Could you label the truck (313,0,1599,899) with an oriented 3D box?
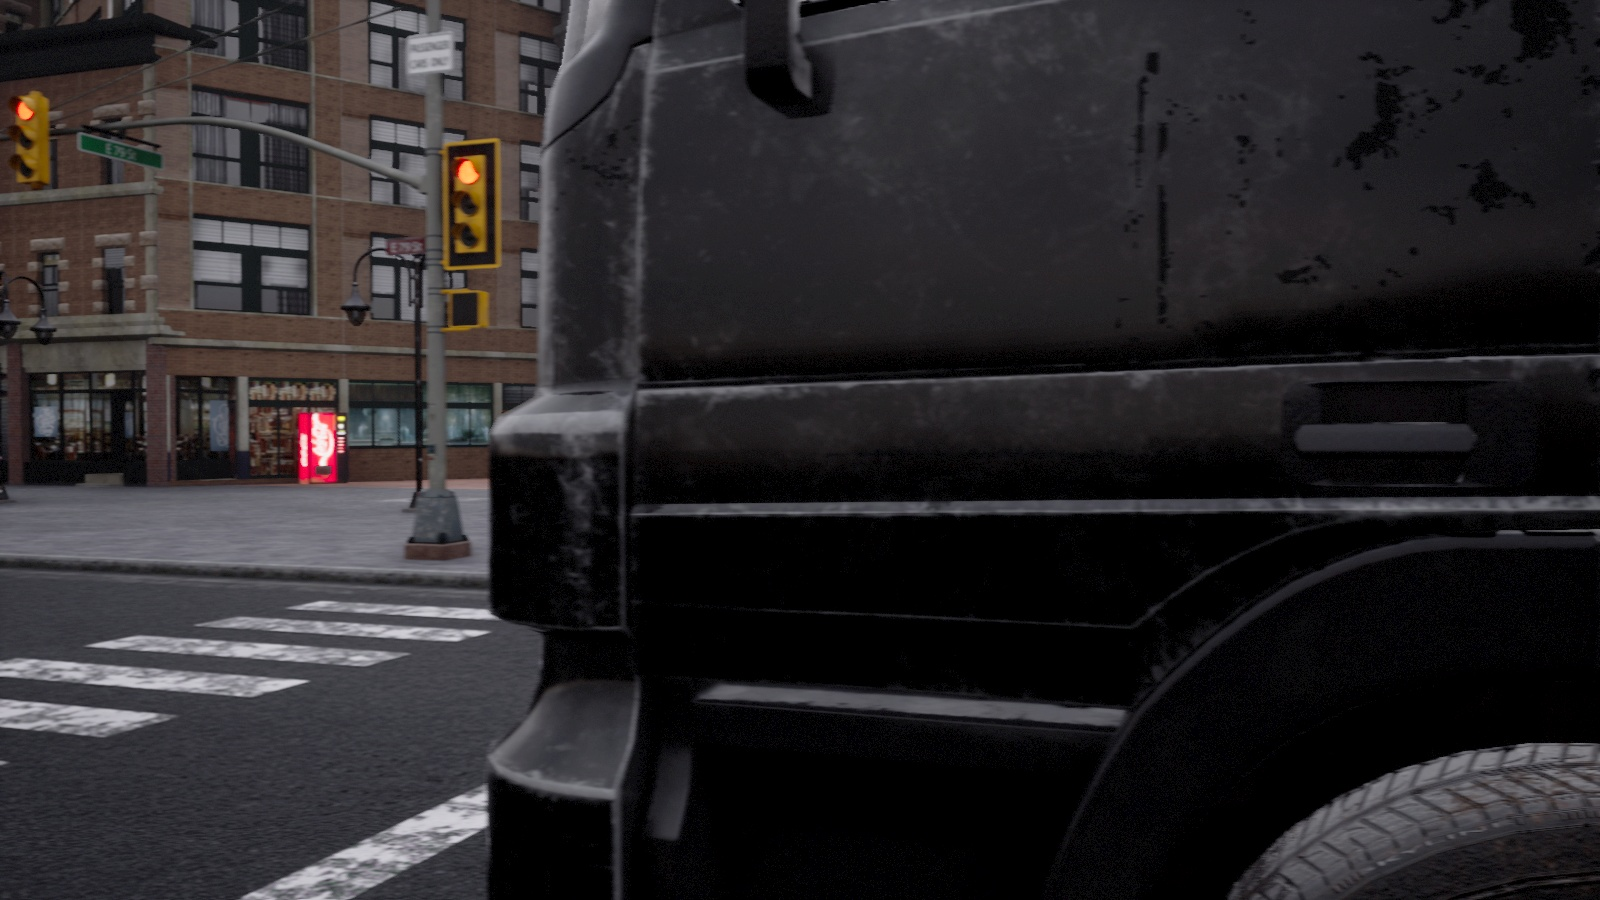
[{"bbox_3d":[3.475,-0.175,1.986,7.936,3.462,2.891,1,1,19],"label":"truck"}]
